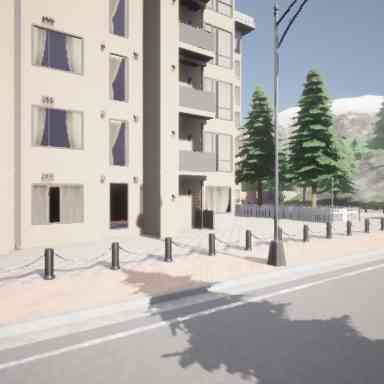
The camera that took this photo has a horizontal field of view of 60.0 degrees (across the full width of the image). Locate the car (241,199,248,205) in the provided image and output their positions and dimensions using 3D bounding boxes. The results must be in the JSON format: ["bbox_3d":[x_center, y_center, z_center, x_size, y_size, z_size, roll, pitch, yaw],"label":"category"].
[{"bbox_3d":[7.003,1.574,54.806,1.837,1.490,4.892,0,0,-35],"label":"car"}]
